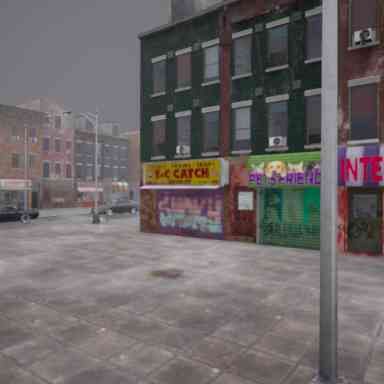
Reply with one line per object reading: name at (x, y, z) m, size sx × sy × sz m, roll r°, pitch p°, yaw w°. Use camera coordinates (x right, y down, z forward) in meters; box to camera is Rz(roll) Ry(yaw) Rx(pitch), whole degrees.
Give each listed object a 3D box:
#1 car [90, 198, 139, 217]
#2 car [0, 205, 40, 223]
car at (-7.018, 1.382, 30.548) m, size 1.837 × 1.490 × 4.892 m, roll 0°, pitch 1°, yaw 35°
car at (-12.924, 1.533, 22.263) m, size 1.895 × 1.301 × 4.718 m, roll 0°, pitch 0°, yaw 35°
